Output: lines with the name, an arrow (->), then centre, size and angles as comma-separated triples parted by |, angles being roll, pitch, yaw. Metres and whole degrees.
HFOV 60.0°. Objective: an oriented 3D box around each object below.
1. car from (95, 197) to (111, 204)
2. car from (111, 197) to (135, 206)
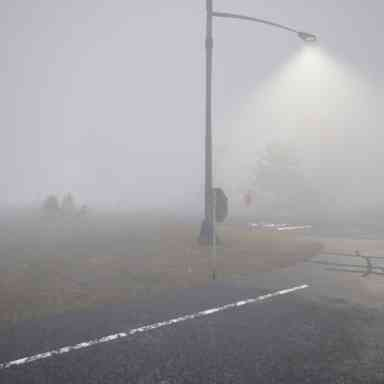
car -> -16.274, 1.494, 60.951 | 1.895, 1.301, 4.718 | 0, 0, -34
car -> -10.703, 1.475, 52.640 | 1.994, 1.385, 4.181 | 0, 0, -33
